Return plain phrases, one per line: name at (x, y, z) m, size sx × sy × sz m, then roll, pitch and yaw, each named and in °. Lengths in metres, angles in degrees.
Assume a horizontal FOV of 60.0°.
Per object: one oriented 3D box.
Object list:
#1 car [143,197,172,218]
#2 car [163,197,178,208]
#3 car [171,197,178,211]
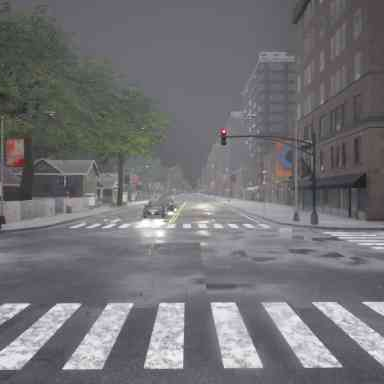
car at (-3.252, 1.500, 30.209) m, size 2.128 × 1.511 × 4.902 m, roll 0°, pitch 0°, yaw 0°
car at (-3.181, 1.548, 49.901) m, size 1.812 × 1.442 × 4.674 m, roll 0°, pitch 0°, yaw 0°
car at (-3.218, 1.367, 39.943) m, size 2.097 × 1.767 × 4.553 m, roll 0°, pitch 0°, yaw 1°
